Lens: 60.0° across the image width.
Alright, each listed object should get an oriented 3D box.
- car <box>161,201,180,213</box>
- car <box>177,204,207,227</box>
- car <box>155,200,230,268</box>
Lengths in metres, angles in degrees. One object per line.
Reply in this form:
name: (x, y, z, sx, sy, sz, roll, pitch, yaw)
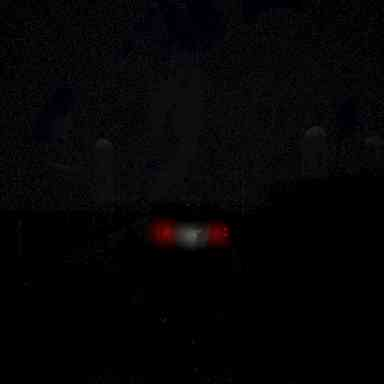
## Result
car: (-2.767, 1.903, 43.705, 2.033, 1.411, 5.357, 0, -1, 1)
car: (0.024, 1.703, 25.531, 2.033, 1.411, 5.357, 0, -1, 0)
car: (0.033, 1.283, 11.581, 2.150, 2.045, 5.566, 0, 0, 1)
